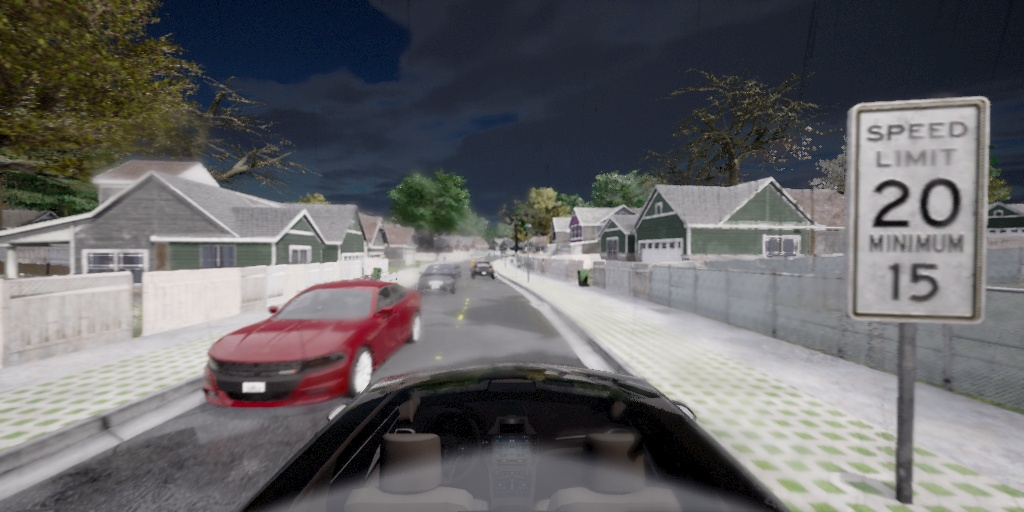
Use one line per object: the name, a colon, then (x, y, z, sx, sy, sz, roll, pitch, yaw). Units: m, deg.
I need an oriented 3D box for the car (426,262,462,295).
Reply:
car: (-3.884, 1.191, 19.379, 2.128, 1.511, 4.902, 0, 0, -7)

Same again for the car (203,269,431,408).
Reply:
car: (-3.029, 1.206, 6.628, 1.882, 1.535, 5.008, 0, 1, -1)

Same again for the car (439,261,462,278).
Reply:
car: (-5.571, 1.202, 32.837, 1.994, 1.385, 4.181, 0, 0, -8)

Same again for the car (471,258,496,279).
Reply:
car: (-2.533, 1.179, 31.123, 1.812, 1.442, 4.674, 0, 0, -7)
